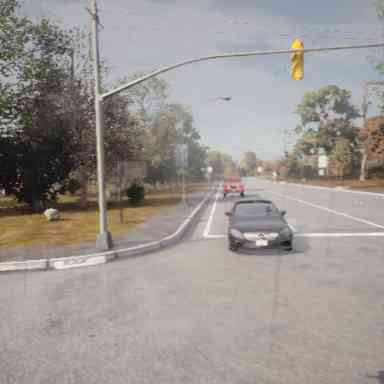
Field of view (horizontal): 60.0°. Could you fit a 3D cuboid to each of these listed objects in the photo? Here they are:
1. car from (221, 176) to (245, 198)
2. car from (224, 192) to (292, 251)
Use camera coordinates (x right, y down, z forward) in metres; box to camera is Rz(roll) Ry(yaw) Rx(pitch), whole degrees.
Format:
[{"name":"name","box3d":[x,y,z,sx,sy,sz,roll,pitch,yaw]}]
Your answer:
[{"name":"car","box3d":[4.405,-0.659,35.874,2.150,2.045,5.566,-2,3,5]},{"name":"car","box3d":[2.103,0.973,11.286,1.812,1.442,4.674,-2,3,6]}]
